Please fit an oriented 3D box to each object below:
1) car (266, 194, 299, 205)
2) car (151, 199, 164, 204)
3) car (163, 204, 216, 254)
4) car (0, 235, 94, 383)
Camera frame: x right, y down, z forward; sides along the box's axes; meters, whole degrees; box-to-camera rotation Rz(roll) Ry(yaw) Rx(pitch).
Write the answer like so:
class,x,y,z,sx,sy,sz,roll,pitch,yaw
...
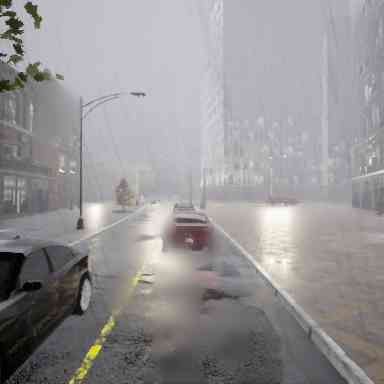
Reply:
class,x,y,z,sx,sy,sz,roll,pitch,yaw
car,13.965,1.201,51.548,5.009,1.841,2.192,0,-1,15
car,-4.661,1.169,45.059,1.994,1.385,4.181,0,0,-5
car,-0.143,1.480,13.516,1.882,1.535,5.008,0,0,-1
car,-2.892,1.478,4.721,1.882,1.535,5.008,0,0,0
